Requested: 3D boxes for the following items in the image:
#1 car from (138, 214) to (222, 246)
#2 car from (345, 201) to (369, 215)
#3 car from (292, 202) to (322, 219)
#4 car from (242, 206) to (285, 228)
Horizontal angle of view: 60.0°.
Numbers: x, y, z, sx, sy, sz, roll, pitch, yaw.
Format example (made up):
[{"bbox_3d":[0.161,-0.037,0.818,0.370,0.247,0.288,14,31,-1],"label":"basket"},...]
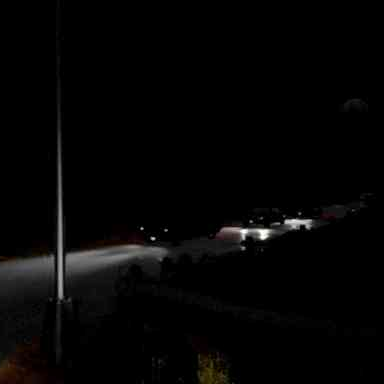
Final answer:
[{"bbox_3d":[-0.454,1.767,16.520,1.895,1.301,4.718,-2,-1,36],"label":"car"},{"bbox_3d":[18.391,1.767,36.996,1.812,1.442,4.674,-2,-2,37],"label":"car"},{"bbox_3d":[11.496,1.789,33.039,2.128,1.511,4.902,-2,-1,36],"label":"car"},{"bbox_3d":[5.395,1.771,24.626,1.812,1.442,4.674,-2,-1,36],"label":"car"}]
